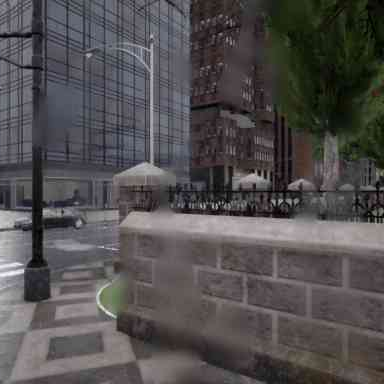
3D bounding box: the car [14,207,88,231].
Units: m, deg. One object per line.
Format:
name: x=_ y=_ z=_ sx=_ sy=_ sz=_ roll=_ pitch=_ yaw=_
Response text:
car: x=-8.425 y=1.632 z=20.205 sx=2.008 sy=1.369 sz=4.403 roll=0 pitch=-1 yaw=36
